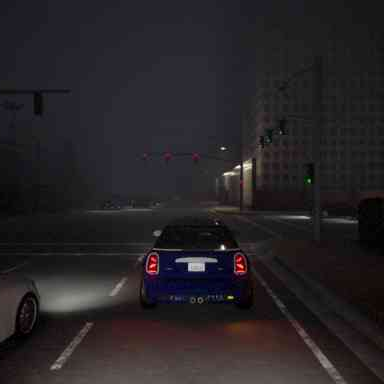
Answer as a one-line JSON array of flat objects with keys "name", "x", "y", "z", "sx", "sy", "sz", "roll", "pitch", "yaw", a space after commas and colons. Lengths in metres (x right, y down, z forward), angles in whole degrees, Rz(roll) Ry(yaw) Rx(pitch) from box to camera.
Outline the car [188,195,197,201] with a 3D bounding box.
[{"name": "car", "x": 0.132, "y": 1.540, "z": 83.814, "sx": 2.033, "sy": 1.411, "sz": 5.357, "roll": 0, "pitch": 0, "yaw": 0}]

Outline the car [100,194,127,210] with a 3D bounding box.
[{"name": "car", "x": -10.521, "y": 1.221, "z": 44.067, "sx": 2.150, "sy": 2.045, "sz": 5.566, "roll": 0, "pitch": 0, "yaw": 0}]

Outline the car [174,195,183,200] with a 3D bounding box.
[{"name": "car", "x": -3.368, "y": 1.423, "z": 83.754, "sx": 1.895, "sy": 1.301, "sz": 4.718, "roll": 0, "pitch": 0, "yaw": 0}]

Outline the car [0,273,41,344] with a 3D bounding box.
[{"name": "car", "x": -3.433, "y": 1.526, "z": 3.599, "sx": 1.812, "sy": 1.442, "sz": 4.674, "roll": 0, "pitch": 0, "yaw": 1}]

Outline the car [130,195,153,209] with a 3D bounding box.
[{"name": "car", "x": -7.012, "y": 1.526, "z": 46.301, "sx": 1.812, "sy": 1.442, "sz": 4.674, "roll": 0, "pitch": 0, "yaw": 0}]

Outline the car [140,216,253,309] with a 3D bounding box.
[{"name": "car", "x": 0.095, "y": 1.352, "z": 8.032, "sx": 2.097, "sy": 1.767, "sz": 4.553, "roll": 0, "pitch": 0, "yaw": 0}]

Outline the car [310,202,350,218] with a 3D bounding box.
[{"name": "car", "x": 12.999, "y": 1.619, "z": 30.415, "sx": 4.181, "sy": 1.385, "sz": 1.994, "roll": 0, "pitch": 0, "yaw": 0}]

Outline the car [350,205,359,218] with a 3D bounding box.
[{"name": "car", "x": 15.844, "y": 1.560, "z": 26.915, "sx": 4.892, "sy": 1.490, "sz": 1.837, "roll": 0, "pitch": 0, "yaw": 0}]

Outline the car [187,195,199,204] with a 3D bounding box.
[{"name": "car", "x": 0.203, "y": 1.352, "z": 64.507, "sx": 2.097, "sy": 1.767, "sz": 4.553, "roll": 0, "pitch": 0, "yaw": 0}]

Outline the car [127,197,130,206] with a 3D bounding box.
[{"name": "car", "x": -10.500, "y": 1.477, "z": 53.839, "sx": 1.882, "sy": 1.535, "sz": 5.008, "roll": 0, "pitch": 0, "yaw": 0}]

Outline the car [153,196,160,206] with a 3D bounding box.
[{"name": "car", "x": -6.993, "y": 1.505, "z": 55.195, "sx": 1.837, "sy": 1.490, "sz": 4.892, "roll": 0, "pitch": 0, "yaw": 0}]

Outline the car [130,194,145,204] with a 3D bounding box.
[{"name": "car", "x": -10.449, "y": 1.352, "z": 63.619, "sx": 2.097, "sy": 1.767, "sz": 4.553, "roll": 0, "pitch": 0, "yaw": 1}]

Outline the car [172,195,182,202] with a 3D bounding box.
[{"name": "car", "x": -3.384, "y": 1.469, "z": 73.501, "sx": 1.882, "sy": 1.535, "sz": 5.008, "roll": 0, "pitch": 0, "yaw": 0}]

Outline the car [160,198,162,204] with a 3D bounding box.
[{"name": "car", "x": -6.940, "y": 1.564, "z": 65.241, "sx": 1.994, "sy": 1.385, "sz": 4.181, "roll": 0, "pitch": 0, "yaw": 0}]
